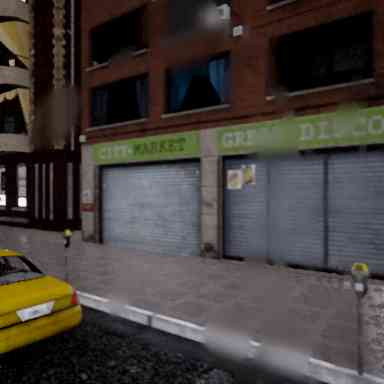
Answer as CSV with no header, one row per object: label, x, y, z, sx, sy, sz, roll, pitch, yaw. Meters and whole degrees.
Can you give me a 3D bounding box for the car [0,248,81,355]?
car,-3.896,1.507,5.659,4.829,1.417,1.752,0,0,36
